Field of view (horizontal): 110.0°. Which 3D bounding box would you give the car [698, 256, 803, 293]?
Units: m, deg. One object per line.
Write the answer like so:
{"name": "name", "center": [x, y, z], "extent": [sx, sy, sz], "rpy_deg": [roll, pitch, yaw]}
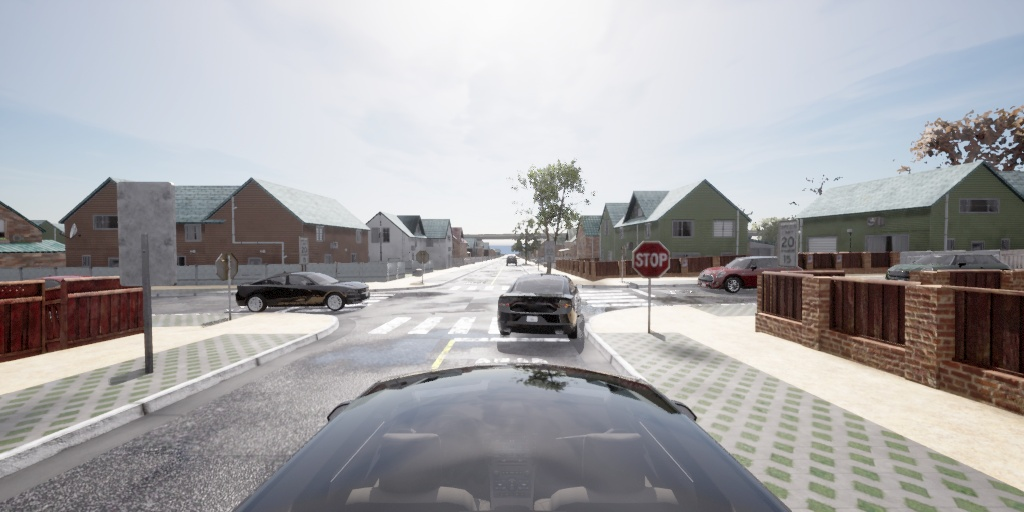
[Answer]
{"name": "car", "center": [11.794, 0.820, 17.859], "extent": [4.553, 1.767, 2.097], "rpy_deg": [-1, 2, 0]}

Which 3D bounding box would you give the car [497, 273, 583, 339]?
{"name": "car", "center": [0.951, 1.224, 10.241], "extent": [1.882, 1.535, 5.008], "rpy_deg": [0, 0, 12]}

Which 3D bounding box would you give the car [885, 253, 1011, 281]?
{"name": "car", "center": [21.688, 0.646, 17.938], "extent": [4.553, 1.767, 2.097], "rpy_deg": [-1, 2, 0]}

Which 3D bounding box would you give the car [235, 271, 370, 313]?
{"name": "car", "center": [-8.479, 1.376, 14.760], "extent": [5.008, 1.535, 1.882], "rpy_deg": [-1, 2, 0]}

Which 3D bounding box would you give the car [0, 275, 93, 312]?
{"name": "car", "center": [-18.032, 1.546, 14.689], "extent": [5.008, 1.535, 1.882], "rpy_deg": [-1, 2, 0]}
